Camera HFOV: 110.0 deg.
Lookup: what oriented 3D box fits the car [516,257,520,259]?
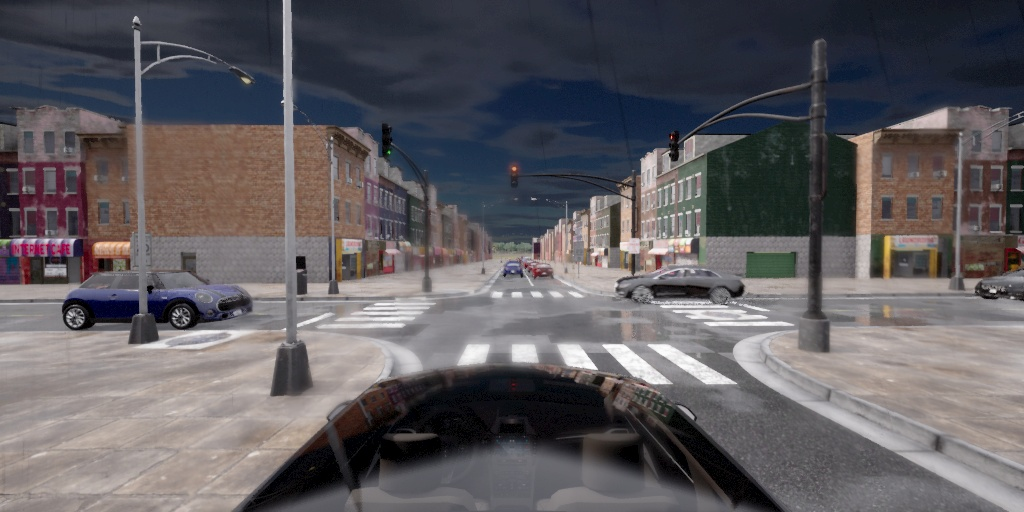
[{"bbox_3d":[0.229,1.226,64.923,1.882,1.535,5.008,0,0,0],"label":"car"}]

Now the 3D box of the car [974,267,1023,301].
[{"bbox_3d":[21.323,1.101,14.057,4.892,1.490,1.837,-1,1,1],"label":"car"}]

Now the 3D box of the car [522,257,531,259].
[{"bbox_3d":[2.742,1.293,53.785,1.888,1.381,4.507,0,0,0],"label":"car"}]

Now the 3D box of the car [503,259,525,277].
[{"bbox_3d":[0.131,1.272,35.682,1.812,1.442,4.674,0,0,1],"label":"car"}]

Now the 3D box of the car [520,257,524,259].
[{"bbox_3d":[2.753,1.188,59.318,1.967,1.591,4.097,0,0,0],"label":"car"}]

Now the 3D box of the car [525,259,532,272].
[{"bbox_3d":[2.720,1.329,42.720,1.802,1.307,4.207,0,0,0],"label":"car"}]

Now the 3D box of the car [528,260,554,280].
[{"bbox_3d":[2.697,1.292,31.655,1.888,1.381,4.507,0,0,0],"label":"car"}]

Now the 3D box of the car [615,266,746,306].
[{"bbox_3d":[6.814,1.157,14.846,4.902,1.511,2.128,0,1,12],"label":"car"}]

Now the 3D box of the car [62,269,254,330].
[{"bbox_3d":[-10.791,1.203,11.184,4.553,1.767,2.097,0,1,0],"label":"car"}]
